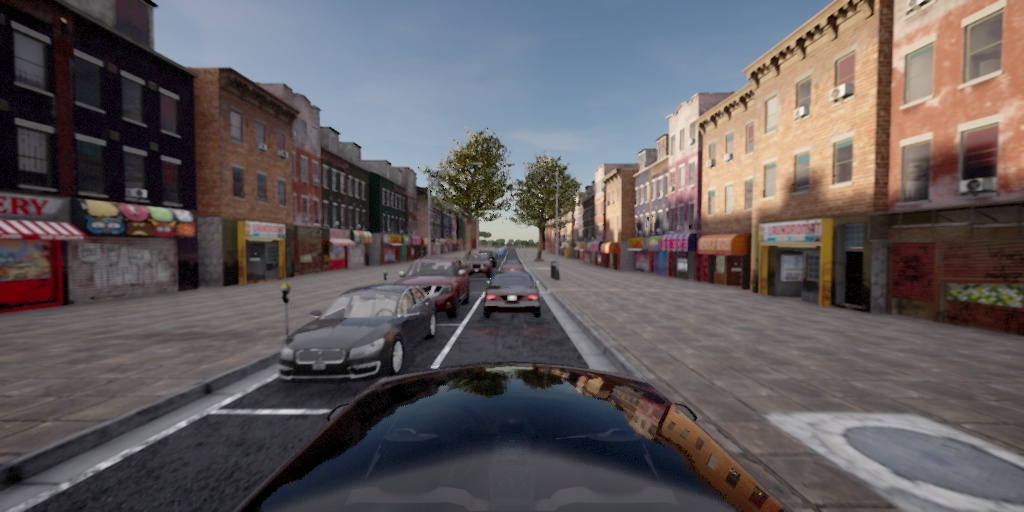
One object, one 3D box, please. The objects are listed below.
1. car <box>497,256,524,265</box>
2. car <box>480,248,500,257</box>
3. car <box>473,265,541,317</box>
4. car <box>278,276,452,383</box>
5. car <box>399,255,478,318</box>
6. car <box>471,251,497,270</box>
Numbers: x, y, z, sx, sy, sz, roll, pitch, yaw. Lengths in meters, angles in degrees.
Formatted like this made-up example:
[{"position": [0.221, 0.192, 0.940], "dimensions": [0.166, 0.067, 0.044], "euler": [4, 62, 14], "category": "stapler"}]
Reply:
[{"position": [0.052, 0.950, 29.976], "dimensions": [1.994, 1.385, 4.181], "euler": [0, 1, 0], "category": "car"}, {"position": [-2.977, 0.286, 43.283], "dimensions": [2.150, 2.045, 5.566], "euler": [0, 2, 0], "category": "car"}, {"position": [0.029, 1.208, 12.685], "dimensions": [2.033, 1.411, 5.357], "euler": [0, 1, 1], "category": "car"}, {"position": [-2.639, 1.266, 7.110], "dimensions": [2.007, 1.370, 4.403], "euler": [0, 0, 0], "category": "car"}, {"position": [-2.638, 0.977, 12.664], "dimensions": [2.192, 1.841, 5.009], "euler": [0, 0, 0], "category": "car"}, {"position": [-2.635, 0.713, 29.307], "dimensions": [2.192, 1.841, 5.009], "euler": [0, 0, 0], "category": "car"}]
